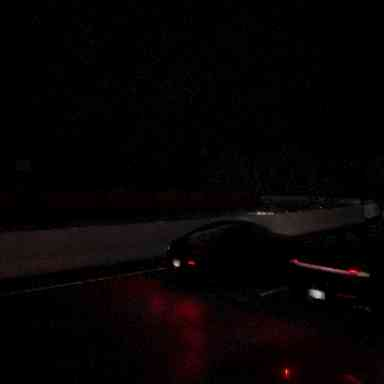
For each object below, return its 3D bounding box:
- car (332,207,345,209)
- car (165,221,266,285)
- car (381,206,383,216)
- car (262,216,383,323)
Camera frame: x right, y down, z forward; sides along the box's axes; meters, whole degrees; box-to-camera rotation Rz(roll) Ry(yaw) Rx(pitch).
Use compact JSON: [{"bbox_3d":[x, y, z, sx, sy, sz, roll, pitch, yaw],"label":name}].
[{"bbox_3d":[14.794,1.573,34.981,1.882,1.535,5.008,0,0,34],"label":"car"},{"bbox_3d":[1.394,1.554,9.566,4.674,1.442,1.812,0,0,-40],"label":"car"},{"bbox_3d":[14.543,1.280,22.648,2.150,2.045,5.566,0,0,40],"label":"car"},{"bbox_3d":[3.969,1.511,7.170,4.902,1.511,2.128,0,0,-40],"label":"car"}]
